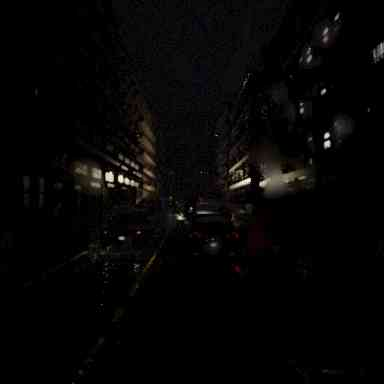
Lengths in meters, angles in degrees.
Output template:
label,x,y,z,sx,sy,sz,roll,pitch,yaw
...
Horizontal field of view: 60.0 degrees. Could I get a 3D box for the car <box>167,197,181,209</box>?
label,x,y,z,sx,sy,sz,roll,pitch,yaw
car,-2.809,1.985,56.093,1.837,1.490,4.892,0,-1,0

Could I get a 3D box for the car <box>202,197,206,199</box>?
label,x,y,z,sx,sy,sz,roll,pitch,yaw
car,2.587,2.032,56.662,1.887,1.381,4.507,1,-1,0

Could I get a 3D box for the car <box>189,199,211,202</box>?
label,x,y,z,sx,sy,sz,roll,pitch,yaw
car,0.826,1.688,29.281,1.801,1.575,5.366,0,-1,0

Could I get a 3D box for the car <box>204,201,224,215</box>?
label,x,y,z,sx,sy,sz,roll,pitch,yaw
car,2.585,1.880,40.071,2.008,1.369,4.403,1,-1,0

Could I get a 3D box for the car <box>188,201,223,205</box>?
label,x,y,z,sx,sy,sz,roll,pitch,yaw
car,0.826,1.658,23.088,1.882,1.535,5.008,0,0,0

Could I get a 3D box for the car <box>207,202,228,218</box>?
label,x,y,z,sx,sy,sz,roll,pitch,yaw
car,2.586,1.824,34.539,1.887,1.381,4.507,1,-1,0

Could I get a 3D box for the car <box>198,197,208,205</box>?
label,x,y,z,sx,sy,sz,roll,pitch,yaw
car,2.558,2.035,78.787,2.192,1.841,5.009,1,-1,0

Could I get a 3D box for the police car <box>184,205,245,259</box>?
label,x,y,z,sx,sy,sz,roll,pitch,yaw
police car,0.710,1.525,13.193,1.930,1.638,5.238,0,0,0

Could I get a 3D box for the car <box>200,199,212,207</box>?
label,x,y,z,sx,sy,sz,roll,pitch,yaw
car,2.587,2.088,62.192,1.887,1.381,4.507,1,-1,0

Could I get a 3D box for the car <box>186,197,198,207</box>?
label,x,y,z,sx,sy,sz,roll,pitch,yaw
car,0.003,1.912,63.781,2.097,1.767,4.553,0,-1,0

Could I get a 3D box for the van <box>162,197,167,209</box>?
label,x,y,z,sx,sy,sz,roll,pitch,yaw
van,-5.289,1.772,51.194,1.690,1.788,3.998,2,-1,0

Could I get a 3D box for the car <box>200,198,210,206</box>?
label,x,y,z,sx,sy,sz,roll,pitch,yaw
car,2.597,2.042,67.724,1.967,1.590,4.097,1,-1,0

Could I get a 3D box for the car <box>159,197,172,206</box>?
label,x,y,z,sx,sy,sz,roll,pitch,yaw
car,-5.288,1.916,67.786,2.192,1.841,5.009,1,-1,0

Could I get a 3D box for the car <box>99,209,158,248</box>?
label,x,y,z,sx,sy,sz,roll,pitch,yaw
car,-2.848,1.680,15.388,1.994,1.385,4.181,0,0,0

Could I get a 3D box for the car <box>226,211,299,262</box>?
label,x,y,z,sx,sy,sz,roll,pitch,yaw
car,2.585,1.639,12.418,1.887,1.381,4.507,1,0,0

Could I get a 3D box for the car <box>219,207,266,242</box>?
label,x,y,z,sx,sy,sz,roll,pitch,yaw
car,2.586,1.664,18.120,1.752,1.417,4.829,1,0,0

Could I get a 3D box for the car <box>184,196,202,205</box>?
label,x,y,z,sx,sy,sz,roll,pitch,yaw
car,0.004,1.635,49.091,2.150,2.045,5.566,0,0,0

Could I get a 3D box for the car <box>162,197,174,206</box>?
label,x,y,z,sx,sy,sz,roll,pitch,yaw
car,-5.288,1.975,73.316,2.192,1.841,5.009,1,-1,0

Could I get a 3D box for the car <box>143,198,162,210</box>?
label,x,y,z,sx,sy,sz,roll,pitch,yaw
car,-5.288,1.643,40.136,2.192,1.841,5.009,2,-1,0

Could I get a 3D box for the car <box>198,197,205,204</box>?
label,x,y,z,sx,sy,sz,roll,pitch,yaw
car,2.555,2.287,89.848,1.967,1.590,4.097,1,-1,0

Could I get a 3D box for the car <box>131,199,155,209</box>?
label,x,y,z,sx,sy,sz,roll,pitch,yaw
car,-5.294,1.803,34.433,1.752,1.417,4.829,2,-1,0
